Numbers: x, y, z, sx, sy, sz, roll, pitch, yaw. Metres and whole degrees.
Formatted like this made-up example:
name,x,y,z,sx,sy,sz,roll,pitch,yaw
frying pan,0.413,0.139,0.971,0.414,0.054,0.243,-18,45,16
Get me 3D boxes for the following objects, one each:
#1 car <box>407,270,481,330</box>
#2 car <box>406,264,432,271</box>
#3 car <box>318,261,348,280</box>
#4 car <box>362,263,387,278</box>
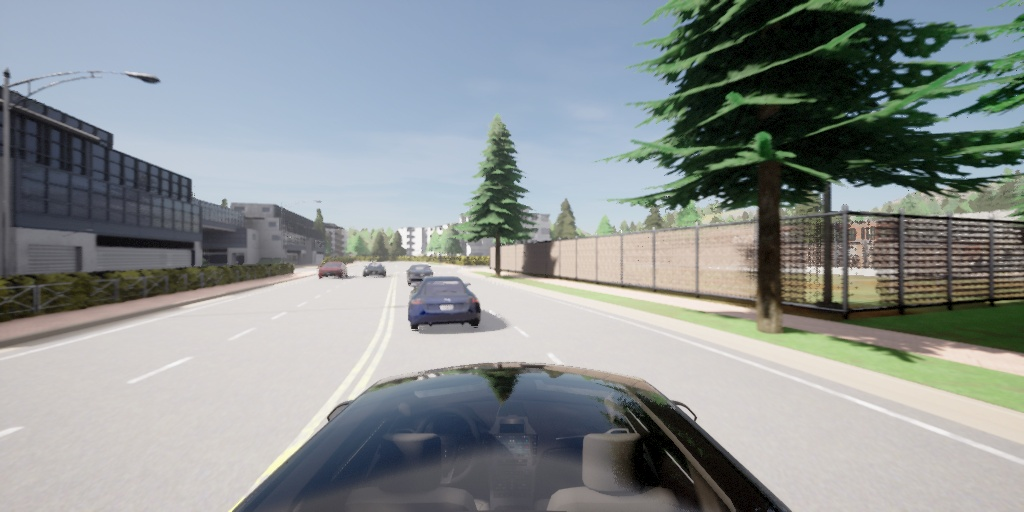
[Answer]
name,x,y,z,sx,sy,sz,roll,pitch,yaw
car,-2.217,1.322,11.325,1.994,1.385,4.181,0,0,-15
car,-6.744,1.321,26.379,2.033,1.411,5.357,0,0,-18
car,-16.251,1.265,32.722,1.882,1.535,5.008,0,0,-17
car,-13.099,1.350,34.378,1.994,1.385,4.181,0,0,-17
